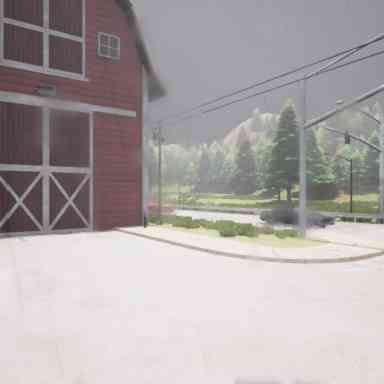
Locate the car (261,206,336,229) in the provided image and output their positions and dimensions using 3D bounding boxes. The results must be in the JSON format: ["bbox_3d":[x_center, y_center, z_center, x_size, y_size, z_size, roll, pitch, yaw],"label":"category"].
[{"bbox_3d":[7.137,1.707,23.231,2.033,1.411,5.357,0,0,-34],"label":"car"}]

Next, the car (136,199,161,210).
[{"bbox_3d":[-6.523,1.852,49.614,1.812,1.442,4.674,0,0,-34],"label":"car"}]

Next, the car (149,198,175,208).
[{"bbox_3d":[-3.900,1.617,39.398,2.097,1.767,4.553,0,0,-34],"label":"car"}]
